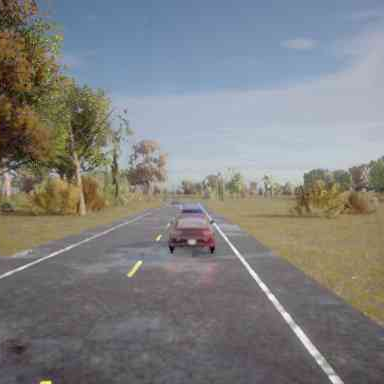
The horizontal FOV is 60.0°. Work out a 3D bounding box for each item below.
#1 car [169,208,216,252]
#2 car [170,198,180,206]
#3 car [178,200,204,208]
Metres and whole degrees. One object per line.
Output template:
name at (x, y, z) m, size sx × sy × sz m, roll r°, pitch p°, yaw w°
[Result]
car at (0.008, 1.660, 14.394) m, size 1.812 × 1.442 × 4.674 m, roll 0°, pitch 0°, yaw 0°
car at (-3.489, 2.127, 70.977) m, size 1.837 × 1.490 × 4.892 m, roll 0°, pitch 0°, yaw 0°
car at (0.011, 1.748, 29.467) m, size 1.882 × 1.535 × 5.008 m, roll 0°, pitch 0°, yaw 0°
